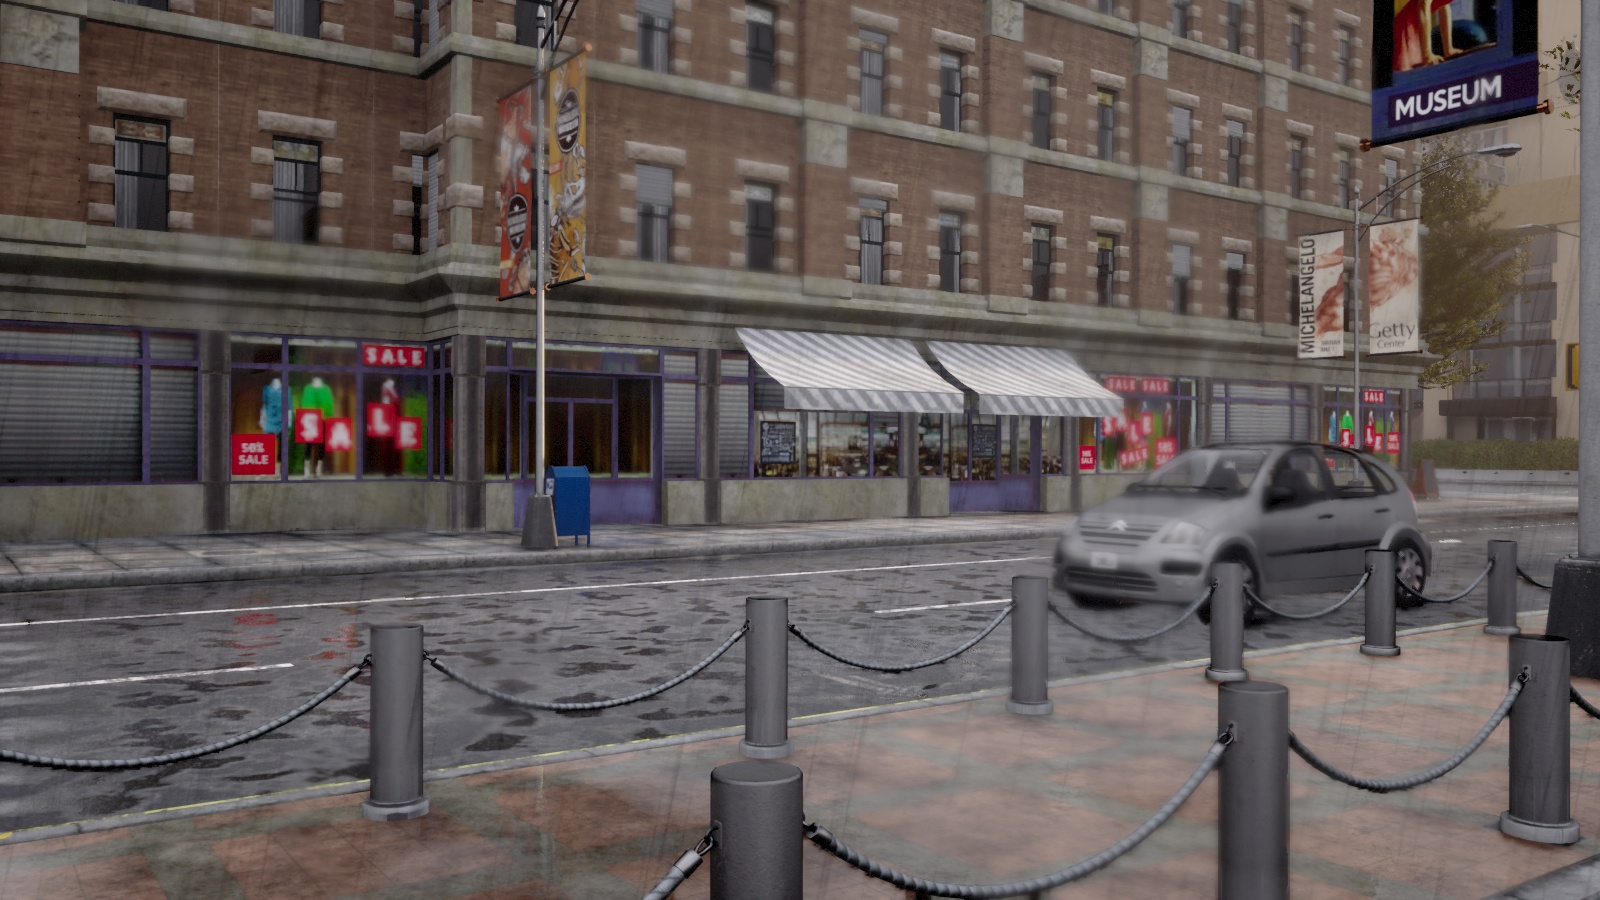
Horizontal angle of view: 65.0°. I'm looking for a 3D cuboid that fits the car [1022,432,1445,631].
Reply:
[{"bbox_3d":[4.240,0.664,12.092,3.988,1.617,1.851,0,0,-35],"label":"car"}]
